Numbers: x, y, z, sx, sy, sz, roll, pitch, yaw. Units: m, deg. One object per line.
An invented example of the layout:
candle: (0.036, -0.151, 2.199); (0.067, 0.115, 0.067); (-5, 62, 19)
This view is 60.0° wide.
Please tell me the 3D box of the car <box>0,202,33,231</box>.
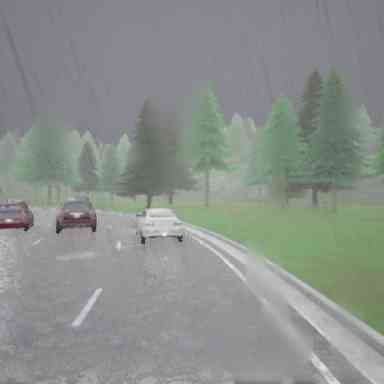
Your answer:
car: (-10.678, 1.519, 19.893); (1.994, 1.385, 4.181); (0, 0, -22)

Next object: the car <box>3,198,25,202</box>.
car: (-20.829, 1.440, 38.795); (4.674, 1.442, 1.812); (0, 0, 41)

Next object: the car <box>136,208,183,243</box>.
car: (-1.633, 1.469, 15.759); (1.812, 1.442, 4.674); (0, 0, -13)

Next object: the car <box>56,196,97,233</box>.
car: (-6.862, 1.296, 19.668); (2.097, 1.767, 4.553); (0, 0, -20)

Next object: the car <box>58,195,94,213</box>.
car: (-12.703, 1.250, 36.207); (2.097, 1.767, 4.553); (-1, 0, -42)
